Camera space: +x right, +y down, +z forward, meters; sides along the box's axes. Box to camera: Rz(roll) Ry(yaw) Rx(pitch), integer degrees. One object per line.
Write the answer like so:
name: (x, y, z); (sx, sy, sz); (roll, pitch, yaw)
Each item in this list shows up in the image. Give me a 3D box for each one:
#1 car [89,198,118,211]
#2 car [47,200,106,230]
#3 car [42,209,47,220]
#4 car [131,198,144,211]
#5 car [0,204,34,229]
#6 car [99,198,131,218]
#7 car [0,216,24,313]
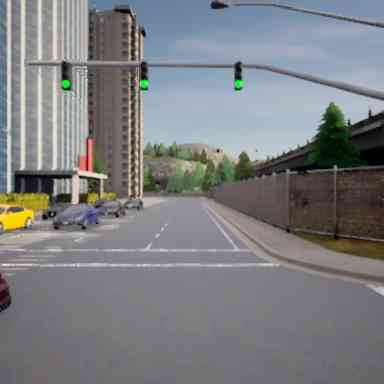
car: (-10.599, 1.499, 40.376); (2.033, 1.411, 5.357); (0, 0, 0)
car: (-7.103, 1.488, 21.010); (1.812, 1.442, 4.674); (0, 0, 0)
car: (-10.597, 1.521, 27.321); (1.994, 1.385, 4.181); (0, 0, 1)
car: (-7.093, 1.446, 40.808); (2.128, 1.511, 4.902); (0, 0, 0)
car: (-10.605, 1.439, 18.327); (1.882, 1.535, 5.008); (0, 0, 0)
car: (-7.103, 1.485, 29.883); (1.812, 1.442, 4.674); (0, 0, 0)
car: (-5.292, 1.350, 4.846); (4.553, 1.767, 2.097); (0, 0, 0)
